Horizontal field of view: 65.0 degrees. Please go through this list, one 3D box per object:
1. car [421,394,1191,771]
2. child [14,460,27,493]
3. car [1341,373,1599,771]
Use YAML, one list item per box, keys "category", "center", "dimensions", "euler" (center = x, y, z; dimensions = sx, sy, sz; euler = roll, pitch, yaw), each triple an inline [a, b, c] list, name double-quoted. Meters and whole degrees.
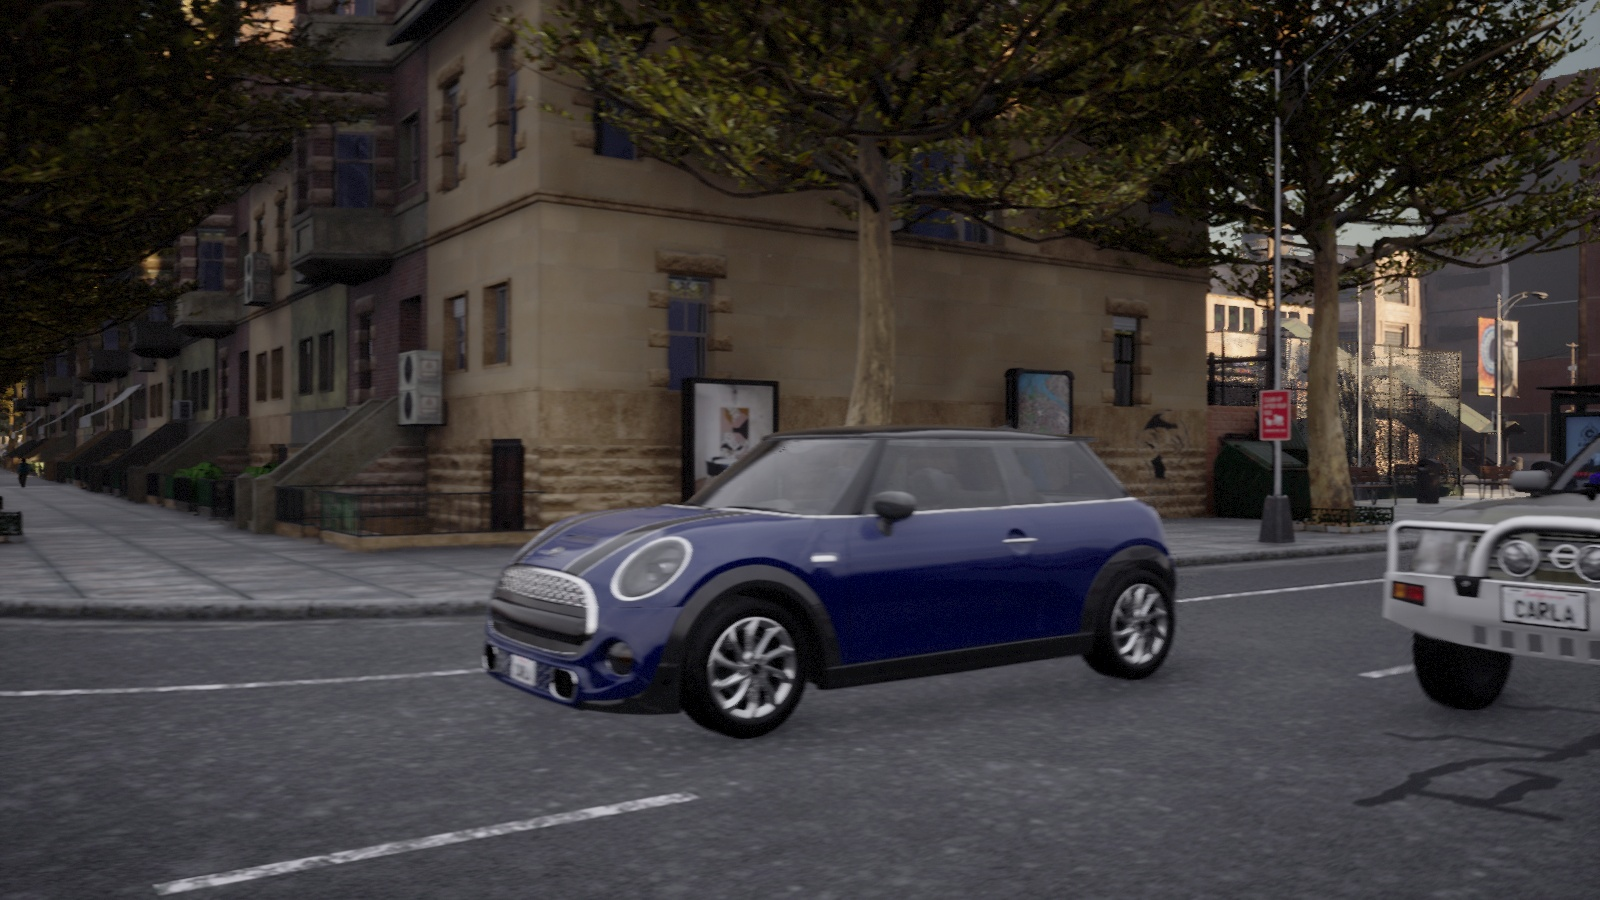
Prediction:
- category: "car"
  center: [0.173, 0.623, 8.044]
  dimensions: [4.553, 1.767, 2.097]
  euler: [0, 0, -35]
- category: "child"
  center: [-28.561, 0.955, 46.007]
  dimensions: [0.343, 1.192, 0.448]
  euler: [0, 0, -44]
- category: "car"
  center: [5.424, 0.568, 7.435]
  dimensions: [4.605, 1.855, 1.932]
  euler: [0, 0, -35]
